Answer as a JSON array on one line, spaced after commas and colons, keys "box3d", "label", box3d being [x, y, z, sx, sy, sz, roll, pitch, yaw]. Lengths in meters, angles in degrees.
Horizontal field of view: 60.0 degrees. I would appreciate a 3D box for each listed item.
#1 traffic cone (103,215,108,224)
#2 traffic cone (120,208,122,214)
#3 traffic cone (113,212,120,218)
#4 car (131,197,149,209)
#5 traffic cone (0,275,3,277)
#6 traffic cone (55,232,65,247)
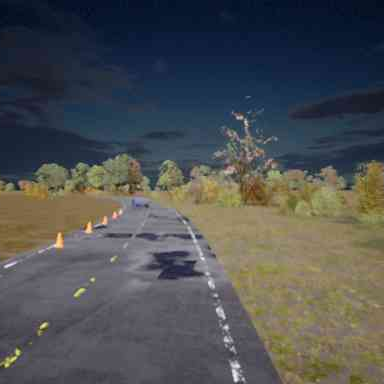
[{"box3d": [-6.147, 1.950, 23.600, 0.340, 0.580, 0.340, 0, 0, -5], "label": "traffic cone"}, {"box3d": [-7.173, 1.944, 33.453, 0.340, 0.580, 0.340, 0, 0, -7], "label": "traffic cone"}, {"box3d": [-6.617, 1.947, 28.531, 0.340, 0.580, 0.340, 0, 0, -6], "label": "traffic cone"}, {"box3d": [-7.159, 1.452, 45.721, 1.882, 1.535, 5.008, 0, 0, -18], "label": "car"}, {"box3d": [-5.253, 1.959, 8.770, 0.340, 0.580, 0.340, 0, 0, -2], "label": "traffic cone"}, {"box3d": [-5.465, 1.957, 13.718, 0.340, 0.580, 0.340, 0, 0, -3], "label": "traffic cone"}]
